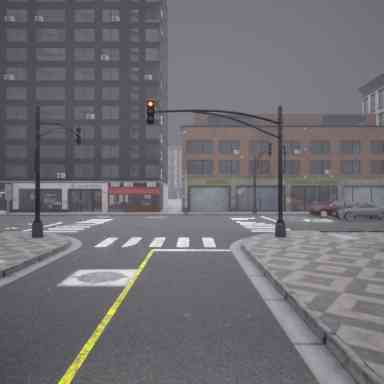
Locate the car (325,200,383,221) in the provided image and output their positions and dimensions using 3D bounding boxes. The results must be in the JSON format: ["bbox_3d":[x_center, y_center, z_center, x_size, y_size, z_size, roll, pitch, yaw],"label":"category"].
[{"bbox_3d":[13.399,1.550,26.653,4.181,1.385,1.994,0,0,0],"label":"car"}]

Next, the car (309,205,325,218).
[{"bbox_3d":[13.143,1.490,29.906,5.008,1.535,1.882,0,0,1],"label":"car"}]
